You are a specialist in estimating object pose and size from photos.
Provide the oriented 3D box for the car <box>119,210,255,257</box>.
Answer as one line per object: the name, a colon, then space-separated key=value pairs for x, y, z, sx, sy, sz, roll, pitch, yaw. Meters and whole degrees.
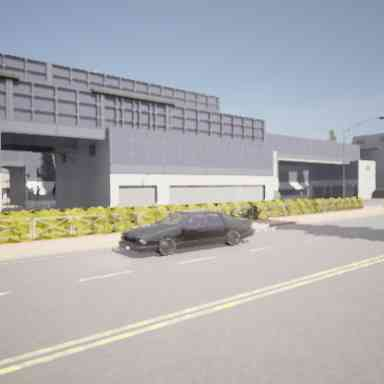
car: x=0.002 y=1.433 z=12.669 sx=5.357 sy=1.411 sz=2.033 roll=-1 pitch=1 yaw=-36
